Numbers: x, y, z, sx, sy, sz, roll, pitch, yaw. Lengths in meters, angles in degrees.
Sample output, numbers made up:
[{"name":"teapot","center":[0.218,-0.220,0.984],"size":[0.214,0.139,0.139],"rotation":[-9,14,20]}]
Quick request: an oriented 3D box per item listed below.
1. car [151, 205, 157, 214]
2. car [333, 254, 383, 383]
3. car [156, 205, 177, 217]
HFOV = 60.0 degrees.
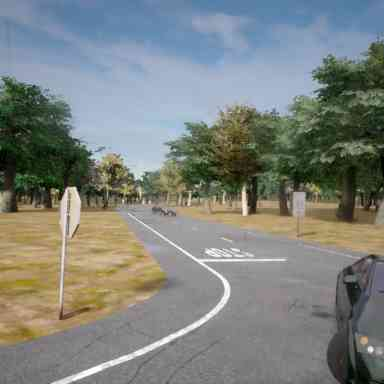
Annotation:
[{"name":"car","center":[-5.783,2.960,56.904],"size":[1.882,1.535,5.008],"rotation":[3,-2,-14]},{"name":"car","center":[3.137,1.643,4.667],"size":[1.994,1.385,4.181],"rotation":[1,-1,22]},{"name":"car","center":[-3.514,2.849,48.061],"size":[1.895,1.301,4.718],"rotation":[3,-2,-13]}]
